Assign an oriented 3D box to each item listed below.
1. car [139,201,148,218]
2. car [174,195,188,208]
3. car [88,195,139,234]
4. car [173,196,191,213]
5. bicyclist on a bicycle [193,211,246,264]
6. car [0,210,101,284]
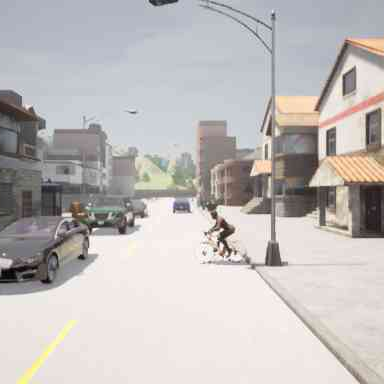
[{"bbox_3d":[-5.049,1.517,29.944,1.812,1.442,4.674,0,0,-2],"label":"car"},{"bbox_3d":[-1.614,1.337,49.695,2.097,1.767,4.553,0,0,-1],"label":"car"},{"bbox_3d":[-4.722,1.216,19.655,2.150,2.045,5.566,0,0,-2],"label":"car"},{"bbox_3d":[-1.165,1.467,37.225,1.882,1.535,5.008,0,0,-2],"label":"car"},{"bbox_3d":[0.856,1.411,10.289,1.656,1.620,0.582,-1,0,-2],"label":"bicyclist on a bicycle"},{"bbox_3d":[-4.379,1.489,9.643,2.128,1.511,4.902,0,0,-2],"label":"car"}]
